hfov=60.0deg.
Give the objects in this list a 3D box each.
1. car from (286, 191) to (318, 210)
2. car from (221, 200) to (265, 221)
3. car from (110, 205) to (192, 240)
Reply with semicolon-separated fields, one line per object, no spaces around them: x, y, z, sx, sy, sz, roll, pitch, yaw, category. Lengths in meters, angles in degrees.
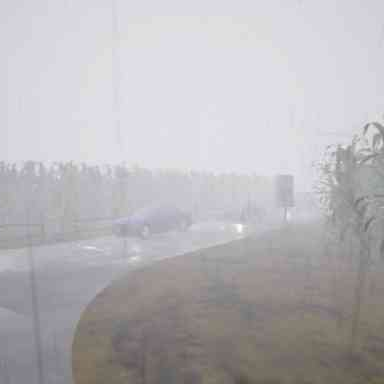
12.409;0.937;37.383;2.150;2.045;5.566;-1;0;36;car
4.074;1.379;25.883;1.837;1.490;4.892;-1;0;36;car
-2.004;1.465;17.467;1.882;1.535;5.008;-1;0;35;car
